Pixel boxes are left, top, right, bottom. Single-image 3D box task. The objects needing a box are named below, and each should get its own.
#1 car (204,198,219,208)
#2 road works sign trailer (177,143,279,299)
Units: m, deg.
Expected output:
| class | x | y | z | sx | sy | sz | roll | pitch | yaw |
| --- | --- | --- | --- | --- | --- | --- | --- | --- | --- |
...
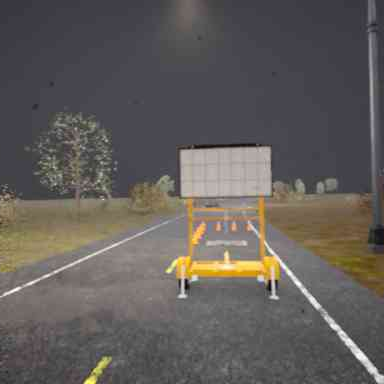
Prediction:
| class | x | y | z | sx | sy | sz | roll | pitch | yaw |
| --- | --- | --- | --- | --- | --- | --- | --- | --- | --- |
| car | 3.460 | 1.851 | 57.533 | 2.150 | 2.045 | 5.566 | -1 | -1 | 9 |
| road works sign trailer | 0.891 | 0.555 | 8.713 | 2.380 | 3.560 | 2.880 | -1 | -1 | 6 |
